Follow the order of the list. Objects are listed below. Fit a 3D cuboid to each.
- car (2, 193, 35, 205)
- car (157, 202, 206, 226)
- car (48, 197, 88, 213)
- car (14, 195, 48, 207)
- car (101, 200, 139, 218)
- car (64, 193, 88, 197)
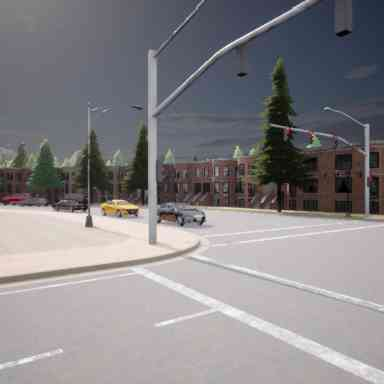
[{"bbox_3d":[-28.982,1.221,55.956,5.566,2.045,2.150,0,0,10],"label":"car"},{"bbox_3d":[-0.991,1.492,23.328,2.128,1.511,4.902,0,0,-36],"label":"car"},{"bbox_3d":[-13.914,1.601,37.954,4.718,1.301,1.895,0,0,37],"label":"car"},{"bbox_3d":[-24.121,1.547,51.169,5.357,1.411,2.033,0,0,17],"label":"car"},{"bbox_3d":[-6.743,1.478,30.891,1.882,1.535,5.008,0,0,-40],"label":"car"},{"bbox_3d":[-18.863,1.221,52.901,5.566,2.045,2.150,0,0,23],"label":"car"}]
